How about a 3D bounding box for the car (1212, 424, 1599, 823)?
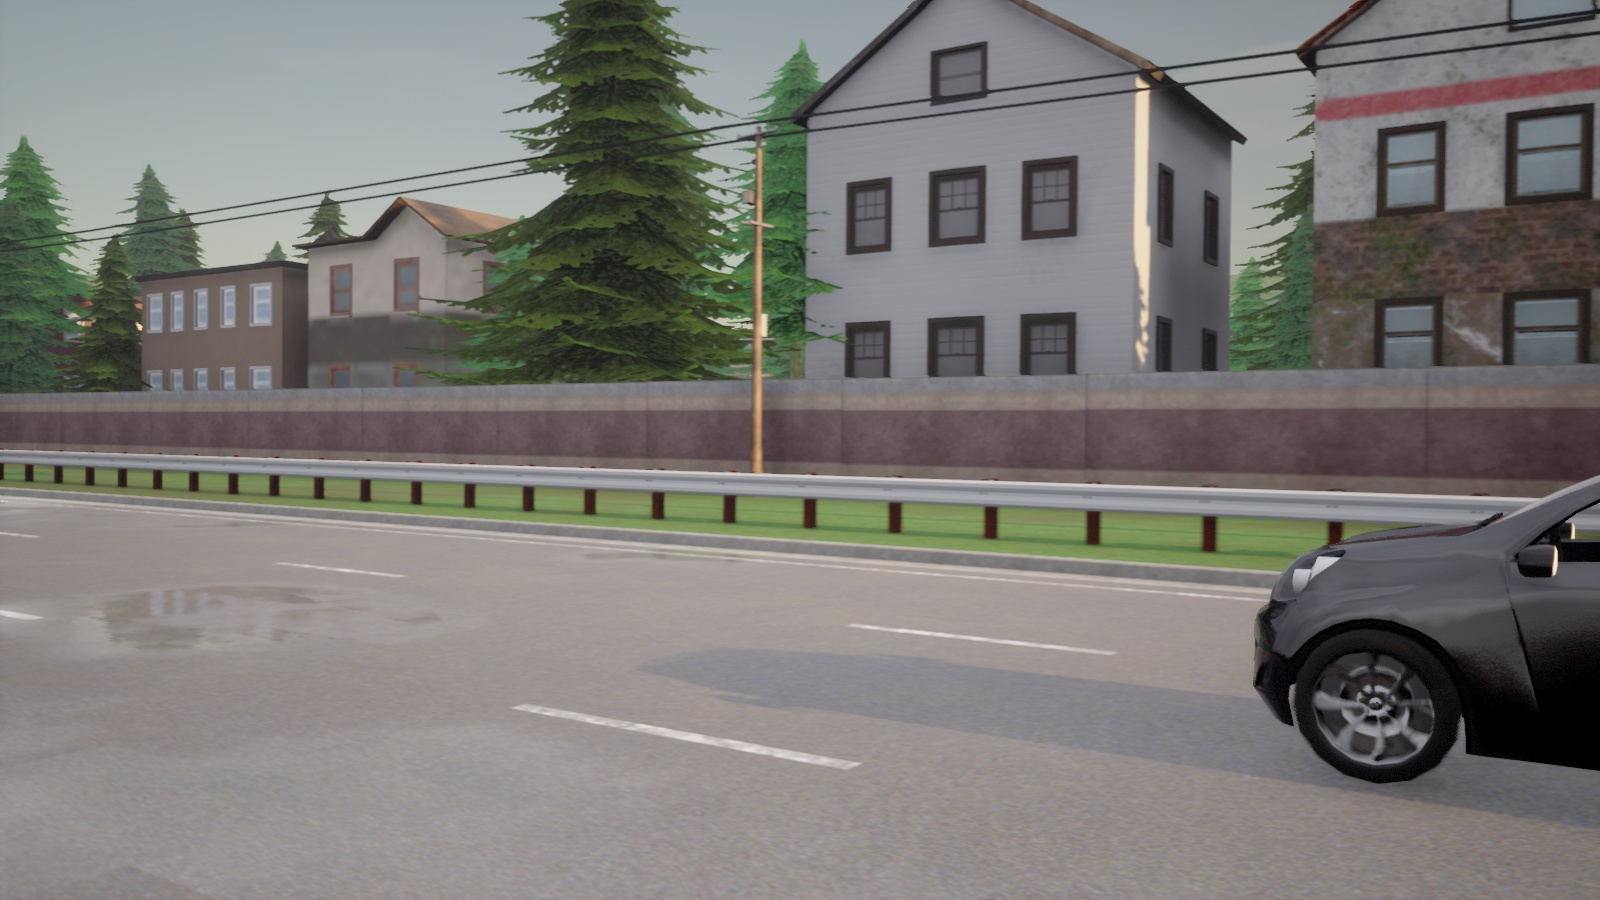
[{"bbox_3d":[3.835,0.638,5.277,3.633,1.501,1.845,0,1,34],"label":"car"}]
